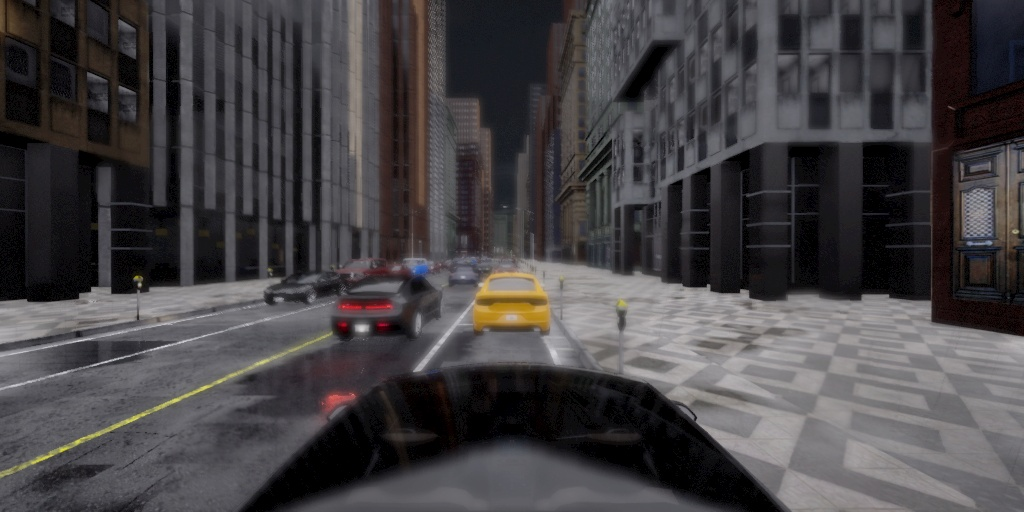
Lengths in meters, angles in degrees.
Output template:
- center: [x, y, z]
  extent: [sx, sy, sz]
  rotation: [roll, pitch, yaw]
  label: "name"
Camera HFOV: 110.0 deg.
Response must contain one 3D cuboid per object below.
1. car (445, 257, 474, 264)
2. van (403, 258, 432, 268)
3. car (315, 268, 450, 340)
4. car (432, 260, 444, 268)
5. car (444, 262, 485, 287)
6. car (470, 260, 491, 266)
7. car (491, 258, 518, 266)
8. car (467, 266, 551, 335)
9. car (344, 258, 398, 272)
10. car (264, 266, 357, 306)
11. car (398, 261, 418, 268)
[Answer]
- center: [-6.213, 1.241, 42.689]
  extent: [2.128, 1.511, 4.902]
  rotation: [0, 0, 0]
  label: "car"
- center: [-8.908, 1.090, 32.830]
  extent: [1.690, 1.789, 3.998]
  rotation: [0, 0, 0]
  label: "van"
- center: [-3.146, 1.255, 9.935]
  extent: [1.837, 1.490, 4.892]
  rotation: [0, 0, 0]
  label: "car"
- center: [-8.908, 1.189, 38.467]
  extent: [1.967, 1.591, 4.097]
  rotation: [0, 0, 0]
  label: "car"
- center: [-3.078, 1.311, 24.552]
  extent: [1.994, 1.385, 4.181]
  rotation: [0, 0, 0]
  label: "car"
- center: [-3.082, 1.350, 38.913]
  extent: [1.895, 1.301, 4.718]
  rotation: [0, 0, 0]
  label: "car"
- center: [-0.383, 1.189, 27.203]
  extent: [1.967, 1.591, 4.097]
  rotation: [0, 0, 0]
  label: "car"
- center: [-0.006, 1.227, 10.501]
  extent: [1.882, 1.535, 5.008]
  rotation: [0, 0, 0]
  label: "car"
- center: [-8.908, 1.064, 21.556]
  extent: [2.192, 1.841, 5.009]
  rotation: [0, 0, 0]
  label: "car"
- center: [-8.908, 1.315, 15.920]
  extent: [1.948, 1.339, 4.313]
  rotation: [0, 0, 0]
  label: "car"
- center: [-8.908, 1.294, 27.194]
  extent: [1.888, 1.381, 4.507]
  rotation: [0, 0, 0]
  label: "car"
